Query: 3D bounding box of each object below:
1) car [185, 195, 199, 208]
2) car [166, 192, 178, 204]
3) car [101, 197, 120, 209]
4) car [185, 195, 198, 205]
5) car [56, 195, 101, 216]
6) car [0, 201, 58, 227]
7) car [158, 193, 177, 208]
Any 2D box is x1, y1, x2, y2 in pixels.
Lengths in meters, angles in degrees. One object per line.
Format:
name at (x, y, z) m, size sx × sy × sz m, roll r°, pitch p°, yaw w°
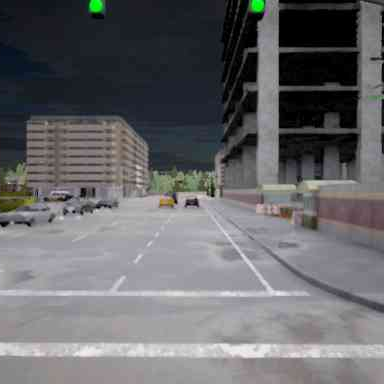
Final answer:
car at (-0.007, 1.319, 45.562) m, size 1.882 × 1.535 × 5.008 m, roll 0°, pitch 0°, yaw 0°
car at (-3.537, 1.038, 56.213) m, size 2.150 × 2.045 × 5.566 m, roll 0°, pitch 0°, yaw 0°
car at (-10.538, 1.398, 42.035) m, size 2.033 × 1.411 × 5.357 m, roll 0°, pitch 0°, yaw 0°
car at (-0.037, 1.308, 55.846) m, size 2.128 × 1.511 × 4.902 m, roll 0°, pitch 0°, yaw 0°
car at (-10.601, 1.367, 31.460) m, size 2.128 × 1.511 × 4.902 m, roll 0°, pitch 0°, yaw 0°
car at (-10.613, 1.499, 21.823) m, size 1.895 × 1.301 × 4.718 m, roll 0°, pitch 0°, yaw 0°
car at (-3.502, 1.318, 45.853) m, size 1.882 × 1.535 × 5.008 m, roll 0°, pitch 0°, yaw 0°
